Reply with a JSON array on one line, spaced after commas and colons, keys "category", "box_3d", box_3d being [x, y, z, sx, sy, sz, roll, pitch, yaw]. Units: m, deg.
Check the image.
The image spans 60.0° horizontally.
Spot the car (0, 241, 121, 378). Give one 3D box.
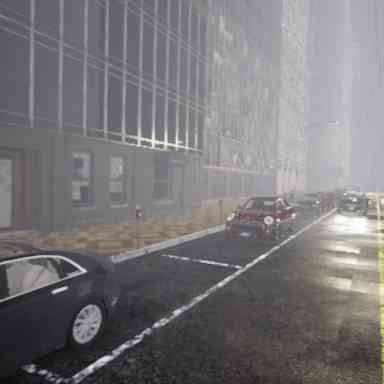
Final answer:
[{"category": "car", "box_3d": [-2.633, 1.324, 3.558, 2.008, 1.369, 4.403, 3, 3, 29]}]

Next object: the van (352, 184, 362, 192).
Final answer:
[{"category": "van", "box_3d": [38.765, -1.010, 78.145, 1.690, 1.788, 3.998, 3, 3, 29]}]

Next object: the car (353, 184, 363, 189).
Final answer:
[{"category": "car", "box_3d": [35.999, -0.661, 73.181, 2.008, 1.369, 4.403, 3, 3, 29]}]

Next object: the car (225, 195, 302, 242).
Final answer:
[{"category": "car", "box_3d": [2.890, 0.928, 13.500, 1.967, 1.590, 4.097, 3, 3, 29]}]

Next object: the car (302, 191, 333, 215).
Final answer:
[{"category": "car", "box_3d": [8.405, 0.753, 23.451, 2.008, 1.369, 4.403, 3, 3, 29]}]

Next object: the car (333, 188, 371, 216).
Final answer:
[{"category": "car", "box_3d": [11.641, 0.751, 23.898, 2.128, 1.511, 4.902, 3, 3, 29]}]
